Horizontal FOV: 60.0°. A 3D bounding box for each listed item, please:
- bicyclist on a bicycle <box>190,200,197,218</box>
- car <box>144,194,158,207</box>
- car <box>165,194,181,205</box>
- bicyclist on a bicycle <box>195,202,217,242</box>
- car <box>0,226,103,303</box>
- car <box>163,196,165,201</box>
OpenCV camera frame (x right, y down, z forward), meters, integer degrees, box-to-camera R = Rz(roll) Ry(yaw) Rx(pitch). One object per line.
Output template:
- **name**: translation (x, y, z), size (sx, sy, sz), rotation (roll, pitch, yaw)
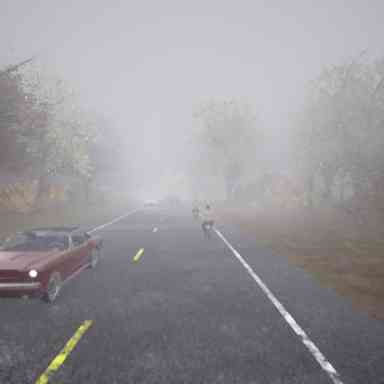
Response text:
- **bicyclist on a bicycle**: translation (0.285, 1.380, 24.979), size (0.866, 1.612, 1.509), rotation (0, 0, -2)
- **car**: translation (-5.924, 1.395, 48.647), size (1.812, 1.442, 4.674), rotation (0, 0, -5)
- **car**: translation (-2.948, 1.326, 55.740), size (2.128, 1.511, 4.902), rotation (0, 0, -6)
- **bicyclist on a bicycle**: translation (0.728, 1.403, 15.288), size (0.866, 1.612, 1.509), rotation (0, 0, -2)
- **car**: translation (-3.698, 1.587, 8.282), size (1.895, 1.301, 4.718), rotation (0, 0, -1)
- **car**: translation (-5.241, 1.251, 73.664), size (1.837, 1.490, 4.892), rotation (0, 0, -8)
